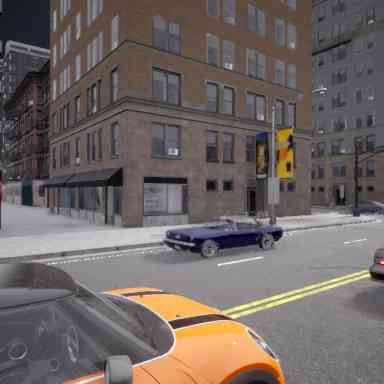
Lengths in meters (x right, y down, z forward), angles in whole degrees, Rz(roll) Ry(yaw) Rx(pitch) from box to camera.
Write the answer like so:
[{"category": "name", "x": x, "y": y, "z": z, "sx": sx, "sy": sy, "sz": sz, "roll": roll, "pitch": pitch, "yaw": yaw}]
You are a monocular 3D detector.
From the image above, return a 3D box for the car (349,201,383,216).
[{"category": "car", "x": 17.912, "y": 1.556, "z": 33.084, "sx": 1.994, "sy": 1.385, "sz": 4.181, "roll": 0, "pitch": 0, "yaw": -36}]

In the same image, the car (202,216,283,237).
[{"category": "car", "x": 1.289, "y": 1.601, "z": 12.745, "sx": 4.718, "sy": 1.301, "sz": 1.895, "roll": 0, "pitch": 0, "yaw": -36}]

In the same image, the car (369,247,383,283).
[{"category": "car", "x": 6.447, "y": 1.548, "z": 8.238, "sx": 5.357, "sy": 1.411, "sz": 2.033, "roll": 0, "pitch": 0, "yaw": -37}]

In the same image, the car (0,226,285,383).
[{"category": "car", "x": -1.356, "y": 1.352, "z": 2.437, "sx": 4.553, "sy": 1.767, "sz": 2.097, "roll": 0, "pitch": 0, "yaw": -37}]
